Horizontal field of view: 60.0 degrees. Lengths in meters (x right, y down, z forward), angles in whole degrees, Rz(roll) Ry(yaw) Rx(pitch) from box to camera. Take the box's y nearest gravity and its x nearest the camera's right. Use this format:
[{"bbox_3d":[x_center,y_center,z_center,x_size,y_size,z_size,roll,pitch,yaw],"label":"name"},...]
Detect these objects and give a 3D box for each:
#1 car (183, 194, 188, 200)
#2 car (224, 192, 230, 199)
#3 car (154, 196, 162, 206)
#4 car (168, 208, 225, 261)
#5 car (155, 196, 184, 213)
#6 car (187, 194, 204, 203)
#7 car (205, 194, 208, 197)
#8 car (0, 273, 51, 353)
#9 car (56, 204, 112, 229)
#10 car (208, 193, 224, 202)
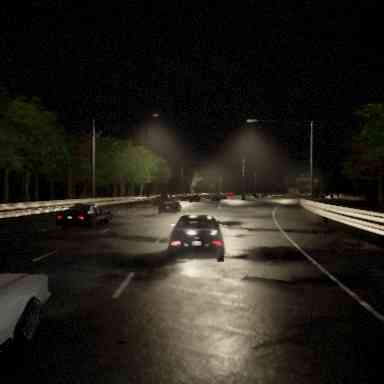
[{"bbox_3d":[-1.053,1.278,77.285,2.128,1.511,4.902,0,0,9],"label":"car"},{"bbox_3d":[8.541,1.273,91.054,1.994,1.385,4.181,0,0,11],"label":"car"},{"bbox_3d":[-4.552,1.373,50.214,1.812,1.442,4.674,0,0,6],"label":"car"},{"bbox_3d":[0.176,1.535,12.177,2.033,1.411,5.357,0,0,1],"label":"car"},{"bbox_3d":[-2.270,1.480,34.822,1.994,1.385,4.181,0,0,4],"label":"car"},{"bbox_3d":[0.776,1.316,64.964,1.837,1.490,4.892,0,1,8],"label":"car"},{"bbox_3d":[5.819,1.047,95.252,2.097,1.767,4.553,0,0,12],"label":"car"},{"bbox_3d":[-3.288,1.586,3.465,1.895,1.301,4.718,0,0,0],"label":"car"},{"bbox_3d":[-6.669,1.480,21.051,2.033,1.411,5.357,0,0,3],"label":"car"},{"bbox_3d":[5.163,1.349,71.741,1.994,1.385,4.181,0,0,9],"label":"car"}]
